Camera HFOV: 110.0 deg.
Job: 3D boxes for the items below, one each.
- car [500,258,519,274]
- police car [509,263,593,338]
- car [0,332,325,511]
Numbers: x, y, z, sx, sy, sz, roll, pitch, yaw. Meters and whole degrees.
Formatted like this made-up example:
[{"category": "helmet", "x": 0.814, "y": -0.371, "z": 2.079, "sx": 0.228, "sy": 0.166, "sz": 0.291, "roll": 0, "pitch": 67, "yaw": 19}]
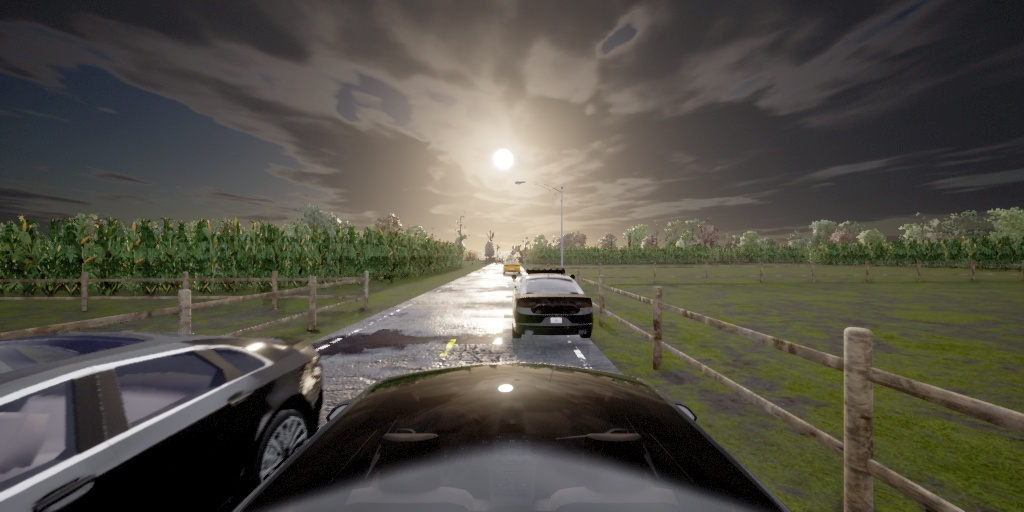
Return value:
[{"category": "car", "x": -0.017, "y": 1.211, "z": 40.479, "sx": 1.882, "sy": 1.535, "sz": 5.008, "roll": 0, "pitch": 0, "yaw": 0}, {"category": "police car", "x": 0.943, "y": 1.175, "z": 10.284, "sx": 1.930, "sy": 1.638, "sz": 5.238, "roll": 0, "pitch": 0, "yaw": 0}, {"category": "car", "x": -2.746, "y": 1.242, "z": 1.540, "sx": 2.128, "sy": 1.511, "sz": 4.902, "roll": 0, "pitch": 0, "yaw": 0}]
